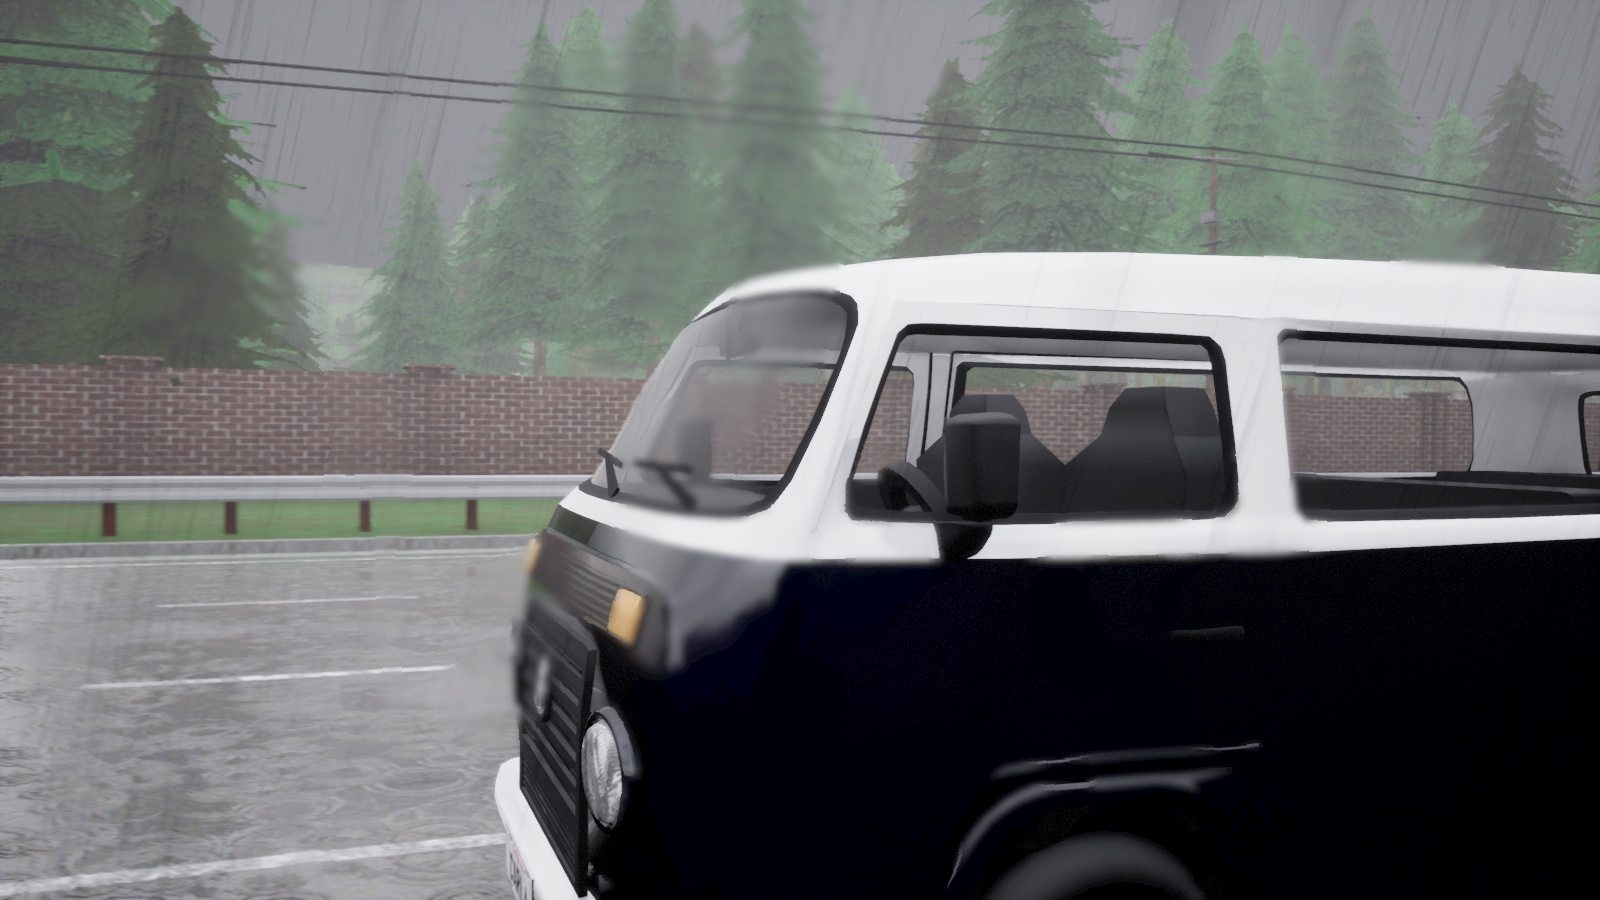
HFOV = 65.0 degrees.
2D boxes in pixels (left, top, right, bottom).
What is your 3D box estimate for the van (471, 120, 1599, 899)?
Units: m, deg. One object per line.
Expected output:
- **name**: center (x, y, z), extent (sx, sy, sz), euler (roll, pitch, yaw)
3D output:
- **van**: center (1.439, 0.444, 3.782), extent (4.480, 2.038, 2.069), euler (-1, 1, -21)
